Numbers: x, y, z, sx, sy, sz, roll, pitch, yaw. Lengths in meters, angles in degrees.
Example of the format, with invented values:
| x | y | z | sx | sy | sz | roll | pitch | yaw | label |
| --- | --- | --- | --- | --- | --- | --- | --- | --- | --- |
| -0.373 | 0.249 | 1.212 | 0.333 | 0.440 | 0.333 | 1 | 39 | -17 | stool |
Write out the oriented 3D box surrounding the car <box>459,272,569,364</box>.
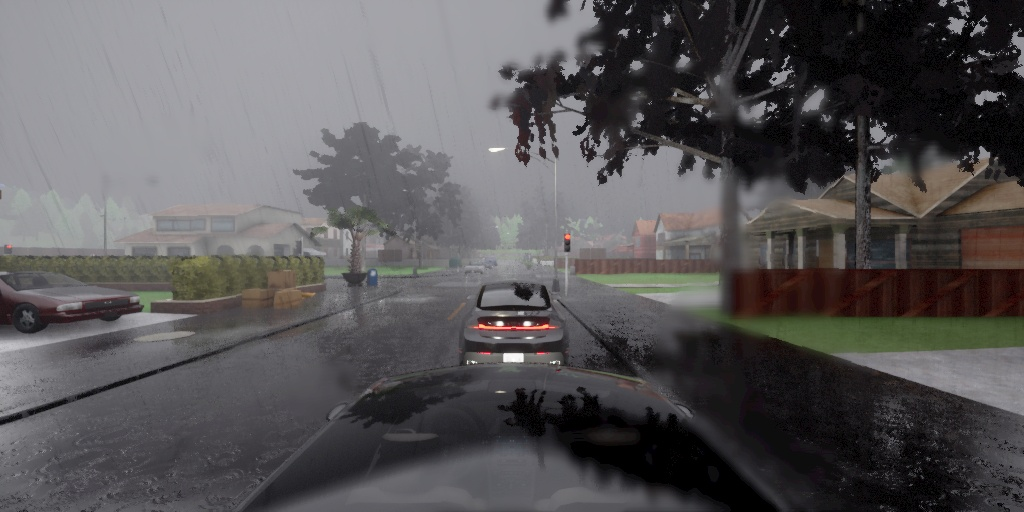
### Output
| x | y | z | sx | sy | sz | roll | pitch | yaw | label |
| --- | --- | --- | --- | --- | --- | --- | --- | --- | --- |
| 0.043 | 1.255 | 7.686 | 1.837 | 1.490 | 4.892 | 0 | 0 | 0 | car |

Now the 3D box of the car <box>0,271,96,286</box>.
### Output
| x | y | z | sx | sy | sz | roll | pitch | yaw | label |
| --- | --- | --- | --- | --- | --- | --- | --- | --- | --- |
| -34.813 | 1.242 | 26.764 | 4.902 | 1.511 | 2.128 | 0 | 0 | 0 | car |

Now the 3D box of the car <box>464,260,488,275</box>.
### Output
| x | y | z | sx | sy | sz | roll | pitch | yaw | label |
| --- | --- | --- | --- | --- | --- | --- | --- | --- | --- |
| -4.099 | 1.351 | 39.603 | 1.895 | 1.301 | 4.718 | 0 | 0 | 0 | car |

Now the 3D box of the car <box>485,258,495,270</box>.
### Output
| x | y | z | sx | sy | sz | roll | pitch | yaw | label |
| --- | --- | --- | --- | --- | --- | --- | --- | --- | --- |
| -4.093 | 1.314 | 53.482 | 1.994 | 1.385 | 4.181 | 0 | 0 | 0 | car |
